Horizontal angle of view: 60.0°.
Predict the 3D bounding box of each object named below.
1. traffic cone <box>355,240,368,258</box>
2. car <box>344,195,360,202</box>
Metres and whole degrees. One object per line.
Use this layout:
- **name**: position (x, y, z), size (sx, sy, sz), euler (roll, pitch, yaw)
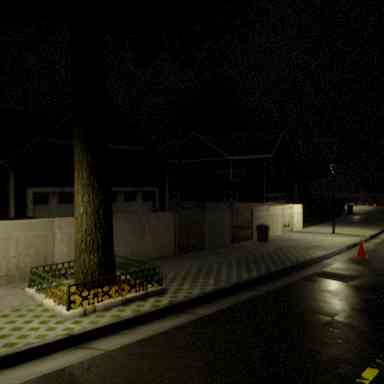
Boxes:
- **traffic cone**: position (5.915, 1.975, 11.602), size (0.340, 0.580, 0.340), euler (0, 0, 41)
- **car**: position (32.988, 1.368, 68.817), size (1.812, 1.442, 4.674), euler (0, 0, 1)
